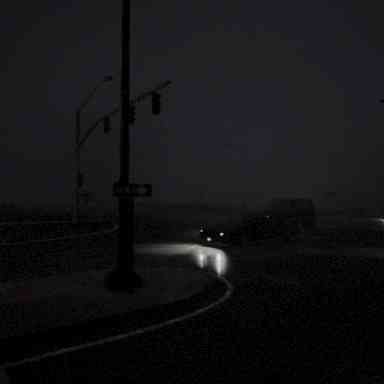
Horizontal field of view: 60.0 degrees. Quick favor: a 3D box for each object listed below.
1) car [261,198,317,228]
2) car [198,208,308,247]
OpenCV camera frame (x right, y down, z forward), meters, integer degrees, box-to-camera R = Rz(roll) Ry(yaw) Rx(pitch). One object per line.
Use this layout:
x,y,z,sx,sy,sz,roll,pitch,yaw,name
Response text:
6.131,1.427,22.479,5.566,2.045,2.150,1,-1,-35,car
2.903,1.679,15.882,5.357,1.411,2.033,1,0,-35,car
